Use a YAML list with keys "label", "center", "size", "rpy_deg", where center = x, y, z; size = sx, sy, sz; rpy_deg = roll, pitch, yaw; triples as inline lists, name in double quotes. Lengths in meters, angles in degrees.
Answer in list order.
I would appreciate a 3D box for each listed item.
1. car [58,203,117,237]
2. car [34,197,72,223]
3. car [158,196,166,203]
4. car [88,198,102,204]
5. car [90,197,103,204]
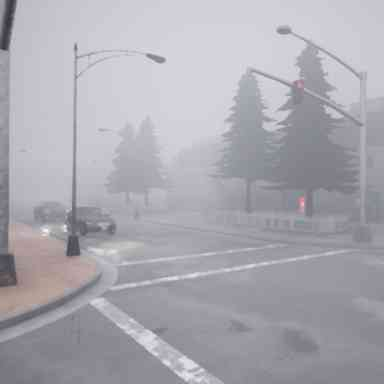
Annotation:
- label: "car"
  center: [-6.052, 1.670, 19.656]
  size: [2.128, 1.511, 4.902]
  rpy_deg: [1, -1, -35]
- label: "car"
  center: [-11.712, 1.575, 27.785]
  size: [2.097, 1.767, 4.553]
  rpy_deg: [1, -1, -36]
- label: "car"
  center: [-5.880, 1.941, 82.526]
  size: [1.932, 1.855, 4.605]
  rpy_deg: [1, -1, -35]
- label: "car"
  center: [-21.299, 1.994, 72.148]
  size: [1.845, 1.501, 3.633]
  rpy_deg: [1, -1, -35]
- label: "car"
  center: [-23.028, 2.075, 79.955]
  size: [1.970, 1.475, 3.806]
  rpy_deg: [1, -1, -35]
